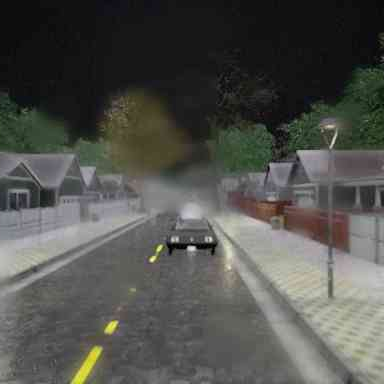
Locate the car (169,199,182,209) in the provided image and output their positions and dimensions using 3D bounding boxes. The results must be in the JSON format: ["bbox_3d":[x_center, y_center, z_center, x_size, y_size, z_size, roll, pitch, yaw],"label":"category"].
[{"bbox_3d":[-2.782,1.935,57.663,2.097,1.767,4.553,0,0,0],"label":"car"}]

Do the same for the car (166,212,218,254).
[{"bbox_3d":[-0.006,1.744,14.102,1.895,1.301,4.718,0,-1,0],"label":"car"}]

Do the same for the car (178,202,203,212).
[{"bbox_3d":[-0.010,1.826,29.374,1.812,1.442,4.674,0,0,0],"label":"car"}]
